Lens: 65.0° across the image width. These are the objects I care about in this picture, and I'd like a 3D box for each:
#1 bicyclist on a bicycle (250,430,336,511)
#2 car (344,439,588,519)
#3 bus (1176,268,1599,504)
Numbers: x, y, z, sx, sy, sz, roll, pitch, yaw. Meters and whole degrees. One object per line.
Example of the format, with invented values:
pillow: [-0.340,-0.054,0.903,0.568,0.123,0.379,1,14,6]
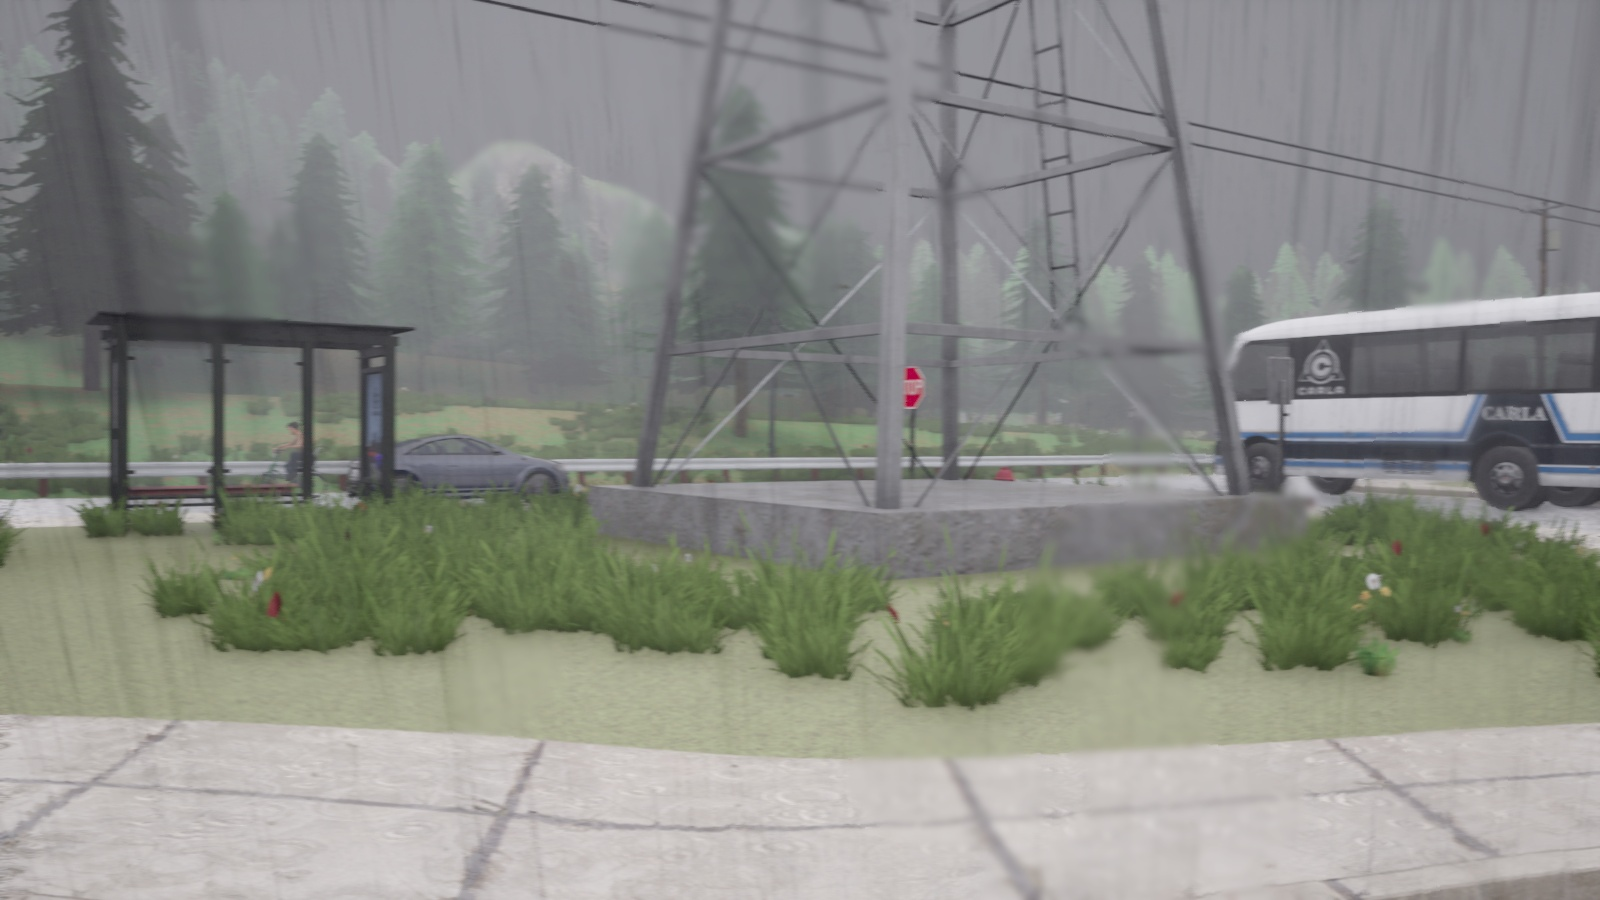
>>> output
bicyclist on a bicycle: [-10.540,0.403,26.111,1.509,1.612,0.866,-1,1,-33]
car: [-6.501,0.506,24.574,4.181,1.385,1.994,-1,1,-33]
bus: [13.664,-1.214,27.447,3.944,4.253,10.273,-2,1,-33]
